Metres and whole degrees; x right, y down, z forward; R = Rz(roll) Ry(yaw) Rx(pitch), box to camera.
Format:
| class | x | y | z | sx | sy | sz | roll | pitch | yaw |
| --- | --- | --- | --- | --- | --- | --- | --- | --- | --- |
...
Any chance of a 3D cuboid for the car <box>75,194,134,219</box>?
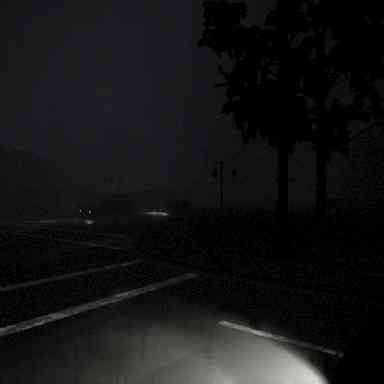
| class | x | y | z | sx | sy | sz | roll | pitch | yaw |
| --- | --- | --- | --- | --- | --- | --- | --- | --- | --- |
| car | -7.729 | 1.222 | 30.005 | 2.150 | 2.045 | 5.566 | 0 | 0 | 35 |

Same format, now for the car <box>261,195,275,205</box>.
| class | x | y | z | sx | sy | sz | roll | pitch | yaw |
| --- | --- | --- | --- | --- | --- | --- | --- | --- | --- |
| car | 13.891 | 1.347 | 60.734 | 2.097 | 1.767 | 4.553 | 0 | 0 | 7 |

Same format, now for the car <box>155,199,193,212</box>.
| class | x | y | z | sx | sy | sz | roll | pitch | yaw |
| --- | --- | --- | --- | --- | --- | --- | --- | --- | --- |
| car | -1.928 | 1.547 | 38.569 | 2.033 | 1.411 | 5.357 | 0 | 0 | 34 |

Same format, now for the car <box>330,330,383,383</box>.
| class | x | y | z | sx | sy | sz | roll | pitch | yaw |
| --- | --- | --- | --- | --- | --- | --- | --- | --- | --- |
| car | 2.951 | 1.564 | 1.868 | 4.181 | 1.385 | 1.994 | 0 | 0 | 36 |
